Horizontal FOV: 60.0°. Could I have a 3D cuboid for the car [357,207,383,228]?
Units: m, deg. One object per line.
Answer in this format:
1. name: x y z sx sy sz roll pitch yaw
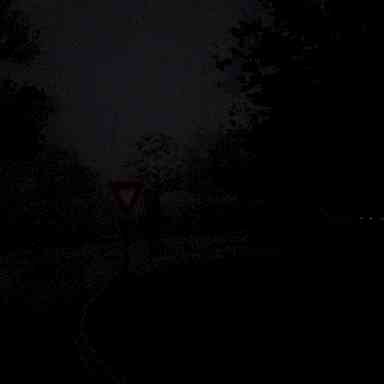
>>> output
1. car: 13.043 1.757 23.141 2.033 1.411 5.357 -1 -1 40
